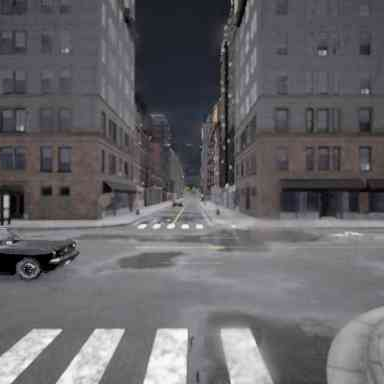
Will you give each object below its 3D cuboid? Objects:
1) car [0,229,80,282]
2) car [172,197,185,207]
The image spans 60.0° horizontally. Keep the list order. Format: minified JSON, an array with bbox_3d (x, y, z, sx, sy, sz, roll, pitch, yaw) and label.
[{"bbox_3d":[-5.804,1.721,9.564,4.718,1.301,1.895,0,-1,0],"label":"car"},{"bbox_3d":[-2.861,2.256,66.647,1.882,1.535,5.008,0,-1,0],"label":"car"}]
